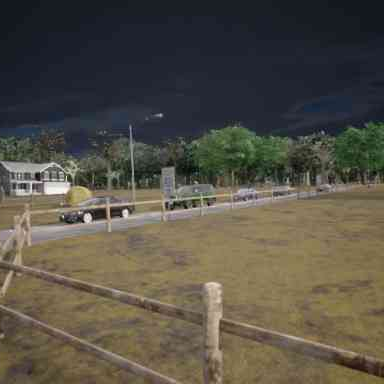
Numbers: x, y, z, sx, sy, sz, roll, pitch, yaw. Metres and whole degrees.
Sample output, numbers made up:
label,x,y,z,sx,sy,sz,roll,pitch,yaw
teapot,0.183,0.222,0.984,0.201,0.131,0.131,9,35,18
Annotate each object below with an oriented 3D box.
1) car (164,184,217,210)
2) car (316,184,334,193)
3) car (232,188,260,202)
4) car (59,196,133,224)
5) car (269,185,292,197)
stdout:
label,x,y,z,sx,sy,sz,roll,pitch,yaw
car,-0.034,0.403,28.594,2.150,2.045,5.566,-3,1,36
car,21.299,-0.646,53.297,1.994,1.385,4.181,-3,1,36
car,5.966,0.309,36.920,1.812,1.442,4.674,-3,1,36
car,-5.790,1.064,20.544,1.837,1.490,4.892,-3,1,36
car,12.099,-0.126,45.422,1.837,1.490,4.892,-3,1,36
